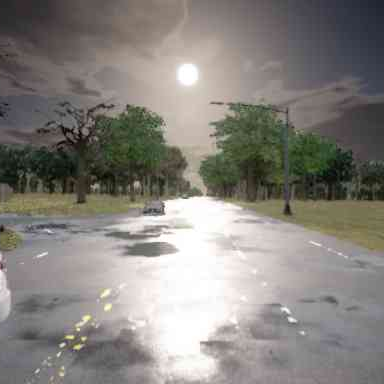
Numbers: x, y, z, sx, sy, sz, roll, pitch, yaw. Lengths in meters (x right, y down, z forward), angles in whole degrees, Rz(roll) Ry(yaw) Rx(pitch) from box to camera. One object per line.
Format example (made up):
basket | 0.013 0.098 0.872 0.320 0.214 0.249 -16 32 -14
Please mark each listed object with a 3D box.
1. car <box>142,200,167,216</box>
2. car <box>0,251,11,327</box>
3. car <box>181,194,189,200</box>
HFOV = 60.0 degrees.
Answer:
car | -3.479 1.459 31.483 1.994 1.385 4.181 0 0 0
car | -3.500 1.213 2.190 2.150 2.045 5.566 0 0 0
car | -1.963 1.414 94.347 1.837 1.490 4.892 0 0 7
